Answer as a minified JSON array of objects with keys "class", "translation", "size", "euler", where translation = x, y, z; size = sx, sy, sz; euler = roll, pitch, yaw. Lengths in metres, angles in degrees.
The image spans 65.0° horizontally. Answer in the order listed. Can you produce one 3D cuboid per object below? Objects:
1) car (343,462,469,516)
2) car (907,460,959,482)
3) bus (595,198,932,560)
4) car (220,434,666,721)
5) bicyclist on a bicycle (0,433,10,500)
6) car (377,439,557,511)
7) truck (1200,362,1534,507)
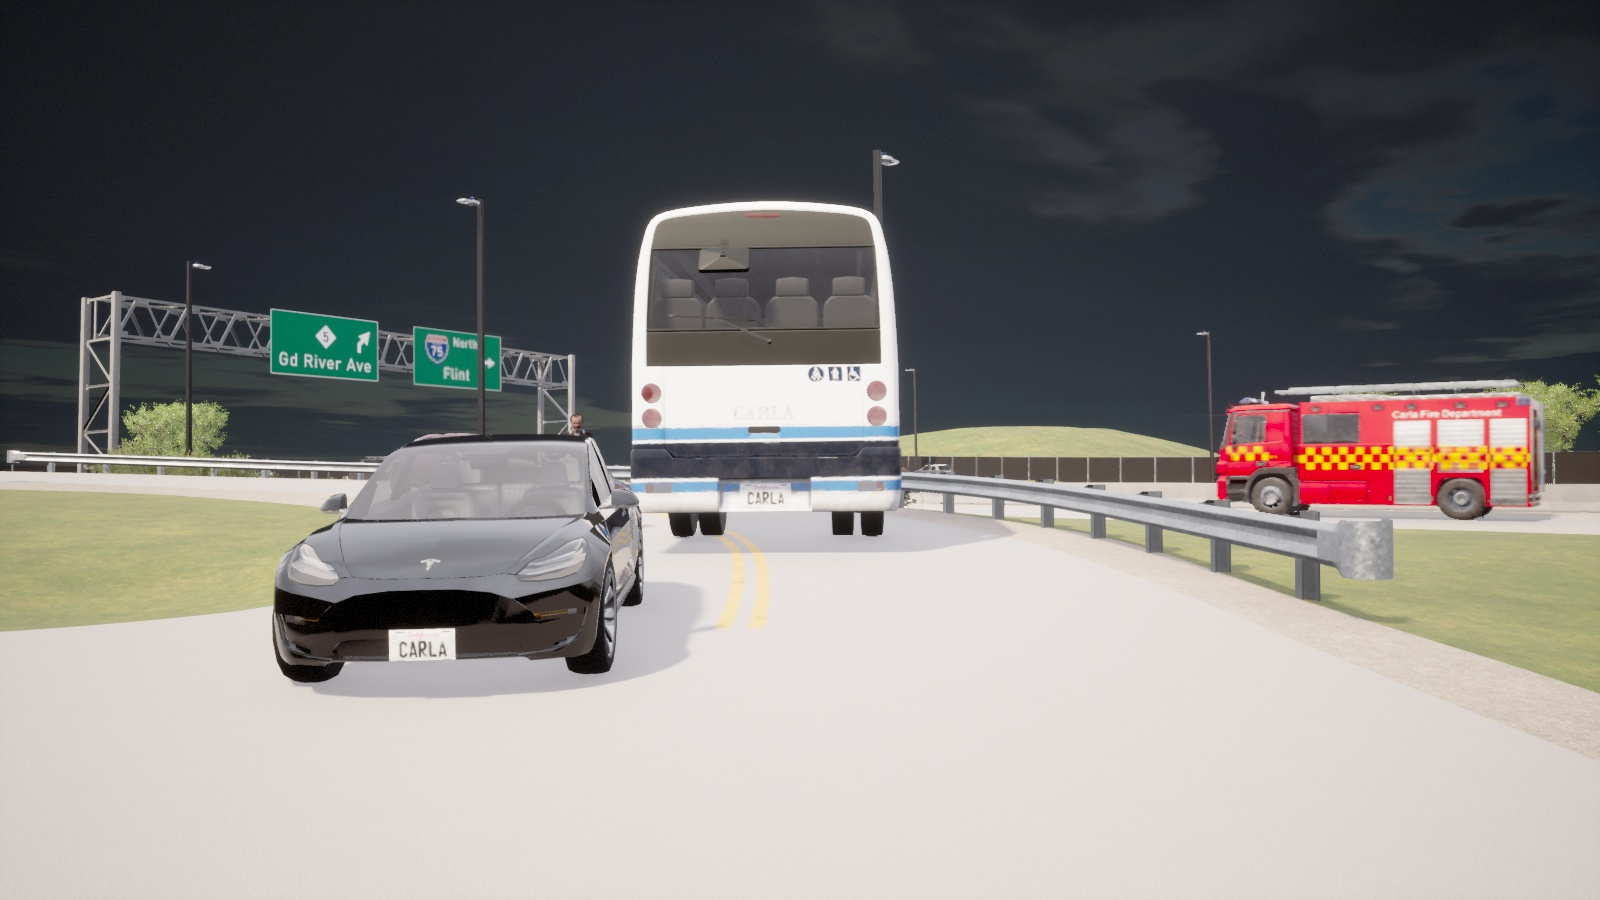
[{"class":"car","translation":[-14.330,1.413,45.549],"size":[4.605,1.855,1.932],"euler":[-2,-2,35]},{"class":"car","translation":[9.819,1.564,92.880],"size":[1.970,1.475,3.806],"euler":[-1,-1,-28]},{"class":"bus","translation":[-0.270,-0.931,20.326],"size":[3.944,4.253,10.273],"euler":[-2,1,2]},{"class":"car","translation":[-2.219,0.668,9.344],"size":[2.163,1.488,4.792],"euler":[-2,1,-4]},{"class":"bicyclist on a bicycle","translation":[-19.867,0.403,29.913],"size":[0.582,1.620,1.656],"euler":[0,0,35]},{"class":"car","translation":[-7.392,0.508,27.583],"size":[1.812,1.442,4.674],"euler":[-1,0,-43]},{"class":"truck","translation":[16.523,-0.287,36.952],"size":[8.468,3.827,2.891],"euler":[-2,-2,35]}]
